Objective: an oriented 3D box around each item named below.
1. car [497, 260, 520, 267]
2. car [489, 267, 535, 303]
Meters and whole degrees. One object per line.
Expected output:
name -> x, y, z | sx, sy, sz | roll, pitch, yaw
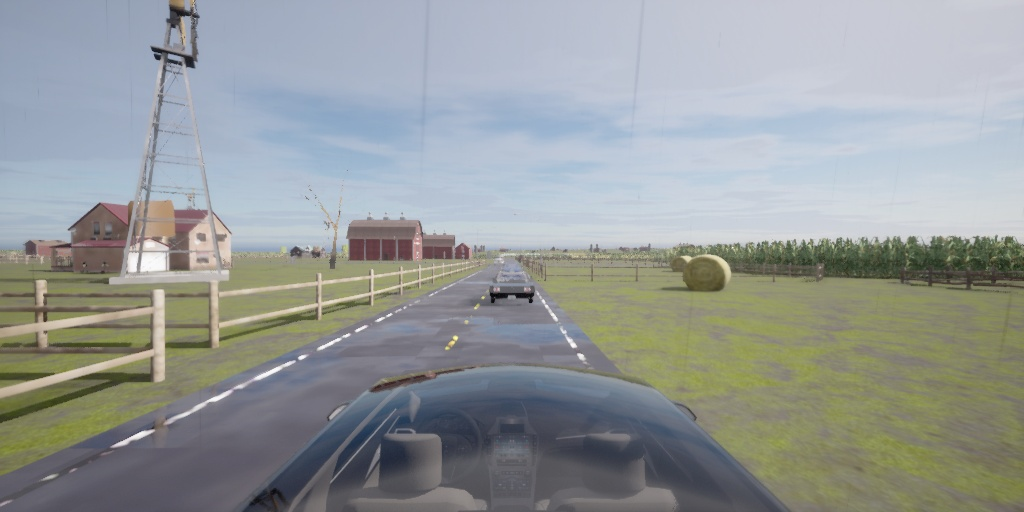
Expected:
car -> 0.000, 1.313, 31.507 | 2.033, 1.411, 5.357 | 0, 0, 0
car -> 0.000, 1.363, 16.533 | 1.895, 1.301, 4.718 | 0, 0, 0
